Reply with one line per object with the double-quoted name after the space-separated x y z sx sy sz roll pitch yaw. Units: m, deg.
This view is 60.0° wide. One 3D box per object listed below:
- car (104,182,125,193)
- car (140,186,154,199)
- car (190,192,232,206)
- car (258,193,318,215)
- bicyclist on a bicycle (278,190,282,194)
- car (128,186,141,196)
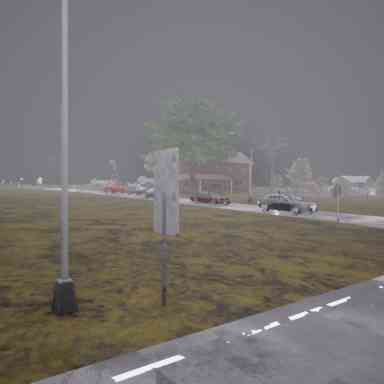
-14.110 -0.818 60.409 2.150 2.045 5.566 0 2 -36 "car"
-4.300 0.202 41.878 1.812 1.442 4.674 0 2 -36 "car"
1.843 0.658 33.312 1.895 1.301 4.718 0 2 -36 "car"
7.295 0.895 25.724 2.128 1.511 4.902 0 2 -36 "car"
8.891 0.664 33.763 1.656 1.620 0.582 0 2 -36 "bicyclist on a bicycle"
-8.411 -0.187 52.569 1.812 1.442 4.674 0 2 -35 "car"
